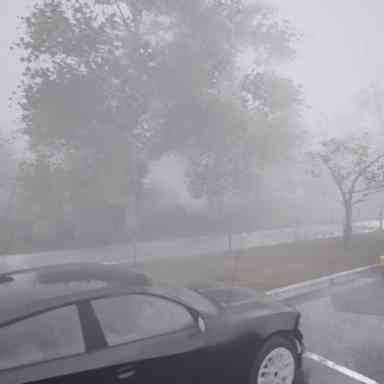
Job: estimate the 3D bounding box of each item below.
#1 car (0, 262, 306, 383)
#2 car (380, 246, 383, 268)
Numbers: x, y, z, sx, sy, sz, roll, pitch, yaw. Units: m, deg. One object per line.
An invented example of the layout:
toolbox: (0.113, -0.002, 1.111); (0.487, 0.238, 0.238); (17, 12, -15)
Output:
car: (-0.963, 1.501, 3.369); (5.008, 1.535, 2.097); (0, 0, -33)
car: (7.386, 1.501, 9.319); (5.366, 1.575, 1.946); (0, 0, -33)
